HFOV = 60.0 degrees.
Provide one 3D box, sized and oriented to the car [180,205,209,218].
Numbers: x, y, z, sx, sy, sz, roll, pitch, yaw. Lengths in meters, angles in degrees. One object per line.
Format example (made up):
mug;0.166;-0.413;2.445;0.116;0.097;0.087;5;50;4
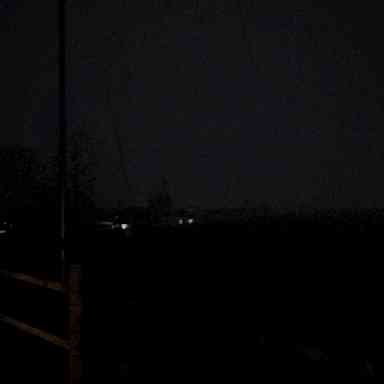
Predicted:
car;0.386;2.409;41.508;1.812;1.442;4.674;0;-1;36

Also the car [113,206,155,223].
car;-5.649;2.169;33.074;1.837;1.490;4.892;0;-1;35

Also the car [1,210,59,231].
car;-11.709;2.006;24.599;1.994;1.385;4.181;0;-1;35
